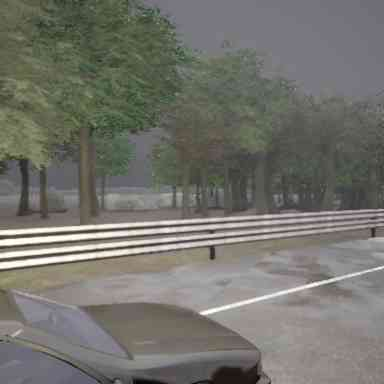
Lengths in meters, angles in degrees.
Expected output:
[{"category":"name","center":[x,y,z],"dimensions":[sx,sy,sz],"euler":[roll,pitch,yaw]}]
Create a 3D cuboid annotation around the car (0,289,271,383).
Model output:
[{"category":"car","center":[-1.853,1.543,2.413],"dimensions":[5.357,1.411,2.033],"euler":[0,0,-35]}]
